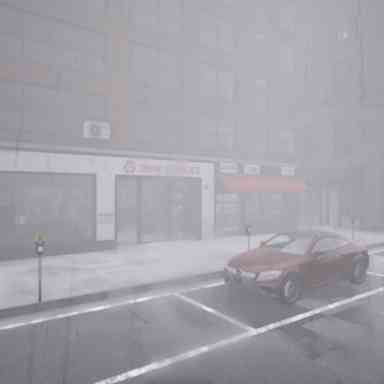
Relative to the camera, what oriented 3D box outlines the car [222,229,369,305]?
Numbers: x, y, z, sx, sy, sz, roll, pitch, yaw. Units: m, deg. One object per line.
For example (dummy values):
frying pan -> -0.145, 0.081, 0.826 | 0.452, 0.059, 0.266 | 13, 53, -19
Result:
car -> 2.655, 1.594, 8.036 | 4.206, 1.307, 1.802 | 0, 0, -35
